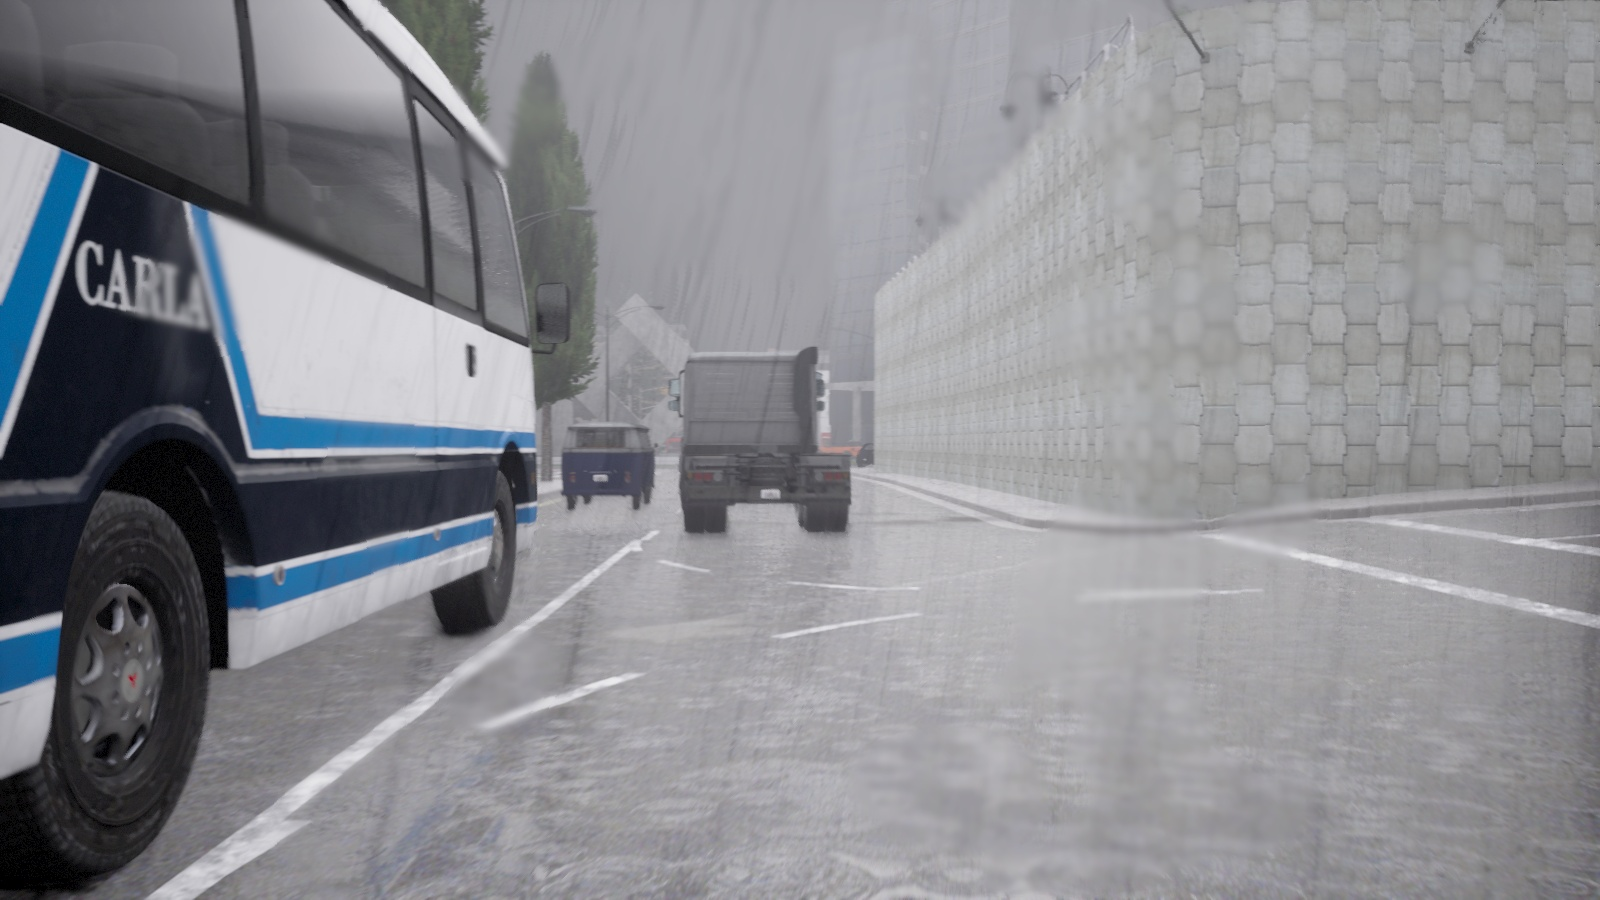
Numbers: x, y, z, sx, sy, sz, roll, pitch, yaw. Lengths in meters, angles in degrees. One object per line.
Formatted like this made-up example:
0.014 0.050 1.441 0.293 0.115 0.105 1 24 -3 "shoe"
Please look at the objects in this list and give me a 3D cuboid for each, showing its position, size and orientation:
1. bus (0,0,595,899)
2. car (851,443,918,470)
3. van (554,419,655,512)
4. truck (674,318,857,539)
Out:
-3.785 -0.712 6.742 3.944 4.253 10.273 -1 0 -2 "bus"
4.952 0.357 73.385 3.633 1.501 1.845 0 0 -42 "car"
-4.470 0.321 29.305 1.775 1.987 4.442 0 0 -2 "van"
-0.897 -0.370 23.787 2.891 3.462 7.936 0 0 -5 "truck"
